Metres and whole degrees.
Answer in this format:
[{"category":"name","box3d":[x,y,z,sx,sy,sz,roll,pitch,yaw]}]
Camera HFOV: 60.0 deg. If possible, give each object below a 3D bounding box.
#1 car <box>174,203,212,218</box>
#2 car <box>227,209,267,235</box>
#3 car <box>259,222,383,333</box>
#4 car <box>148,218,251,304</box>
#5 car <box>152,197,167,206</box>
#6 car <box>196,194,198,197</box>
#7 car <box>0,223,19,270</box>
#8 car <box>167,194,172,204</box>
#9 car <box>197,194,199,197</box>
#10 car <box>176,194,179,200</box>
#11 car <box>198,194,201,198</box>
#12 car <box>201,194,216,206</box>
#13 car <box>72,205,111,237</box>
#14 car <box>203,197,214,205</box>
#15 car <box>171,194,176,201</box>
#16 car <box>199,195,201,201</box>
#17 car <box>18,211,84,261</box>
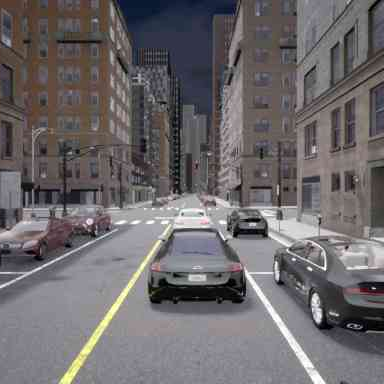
[{"category":"car","box3d":[0.049,1.526,16.951,1.812,1.442,4.674,0,0,1]},{"category":"car","box3d":[2.870,1.566,17.728,1.947,1.339,4.313,0,0,0]},{"category":"car","box3d":[2.860,1.550,6.726,2.008,1.369,4.403,0,0,0]},{"category":"car","box3d":[0.089,1.564,8.192,1.994,1.385,4.181,0,0,0]},{"category":"car","box3d":[-5.588,1.618,54.839,1.802,1.307,4.206,0,0,0]},{"category":"car","box3d":[3.037,1.457,92.682,2.192,1.841,5.009,0,0,0]},{"category":"car","box3d":[-5.665,1.566,6.733,1.947,1.339,4.313,0,0,0]},{"category":"car","box3d":[-5.559,1.607,65.656,2.008,1.369,4.403,0,0,0]},{"category":"car","box3d":[3.023,1.560,87.272,1.967,1.590,4.097,0,0,0]},{"category":"car","box3d":[-5.488,1.457,92.699,2.192,1.841,5.009,0,0,0]},{"category":"car","box3d":[2.994,1.524,76.454,1.967,1.590,4.097,0,0,0]},{"category":"car","box3d":[2.936,1.476,54.819,1.967,1.590,4.097,0,0,0]},{"category":"car","box3d":[-5.655,1.441,17.736,1.967,1.590,4.097,0,0,0]},{"category":"car","box3d":[2.951,1.570,60.398,1.752,1.417,4.829,0,0,0]},{"category":"car","box3d":[-5.516,1.626,81.711,1.752,1.417,4.829,0,0,0]},{"category":"car","box3d":[2.966,1.606,65.636,2.008,1.369,4.403,0,0,0]},{"category":"car","box3d":[-5.660,1.582,12.235,1.802,1.307,4.206,0,0,0]}]
